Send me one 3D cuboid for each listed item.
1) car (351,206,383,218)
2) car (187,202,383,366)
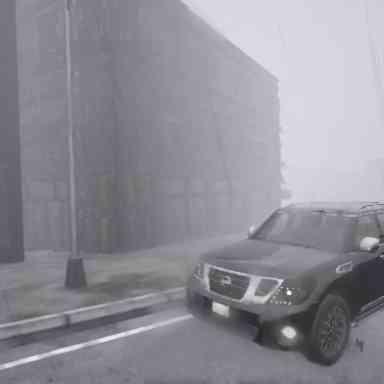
[{"bbox_3d":[22.971,2.603,43.742,2.128,1.511,4.902,-1,-3,7],"label":"car"},{"bbox_3d":[2.512,1.231,6.229,5.566,2.045,2.150,0,0,-40],"label":"car"}]
